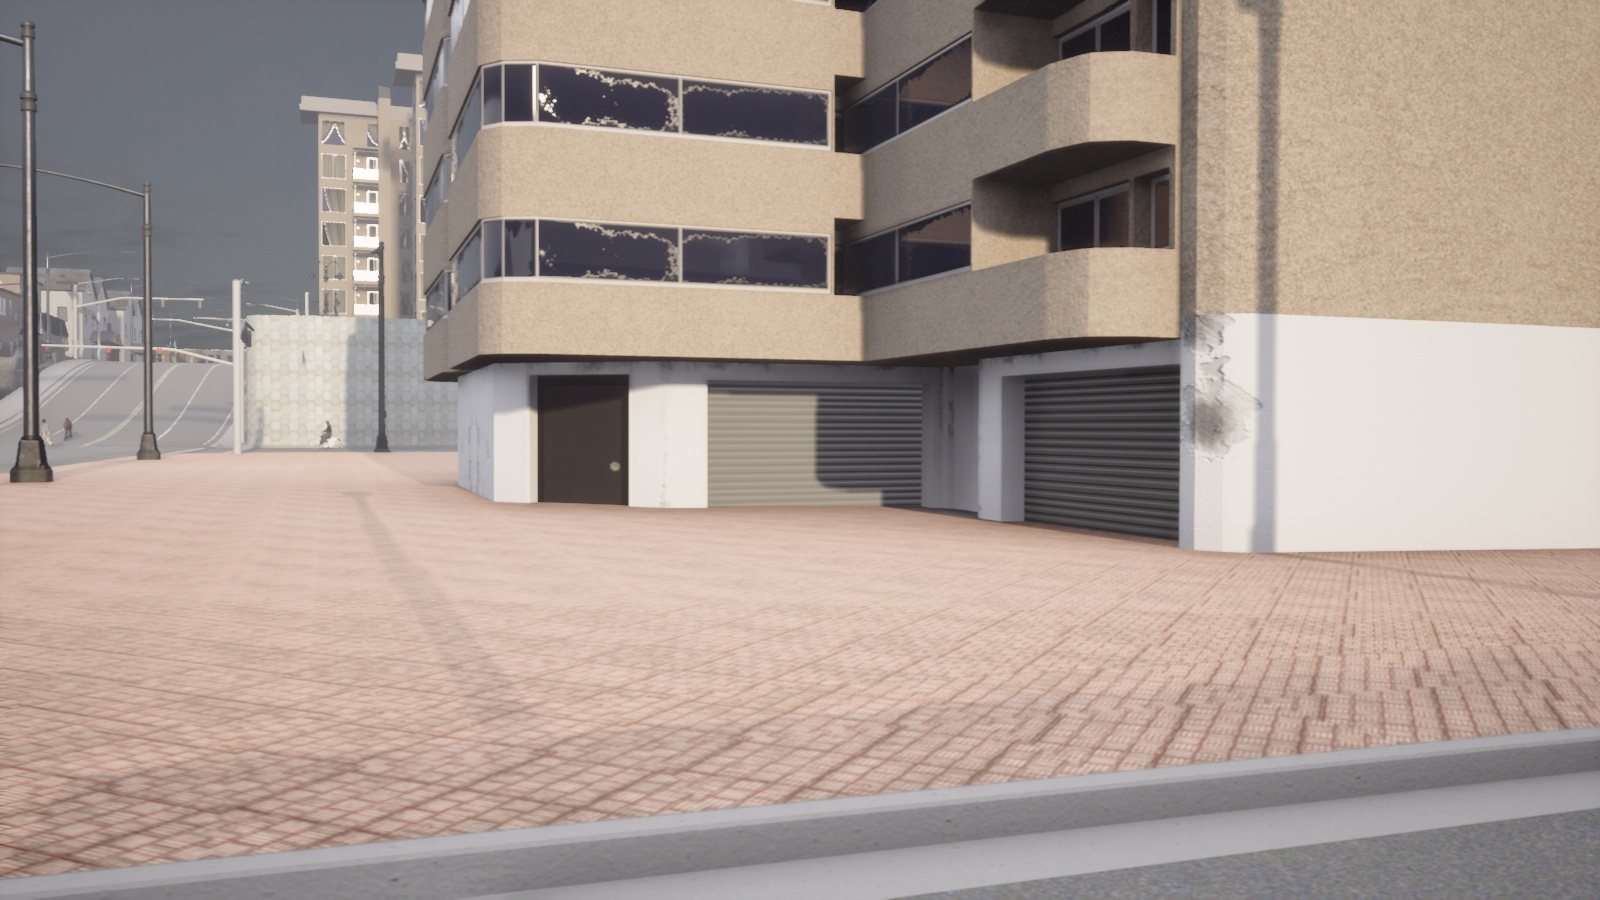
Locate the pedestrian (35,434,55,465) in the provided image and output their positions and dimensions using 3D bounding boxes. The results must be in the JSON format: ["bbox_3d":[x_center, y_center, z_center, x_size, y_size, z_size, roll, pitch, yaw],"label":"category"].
[{"bbox_3d":[-46.473,-0.045,77.282,0.900,1.855,0.874,-2,1,-25],"label":"pedestrian"}]
